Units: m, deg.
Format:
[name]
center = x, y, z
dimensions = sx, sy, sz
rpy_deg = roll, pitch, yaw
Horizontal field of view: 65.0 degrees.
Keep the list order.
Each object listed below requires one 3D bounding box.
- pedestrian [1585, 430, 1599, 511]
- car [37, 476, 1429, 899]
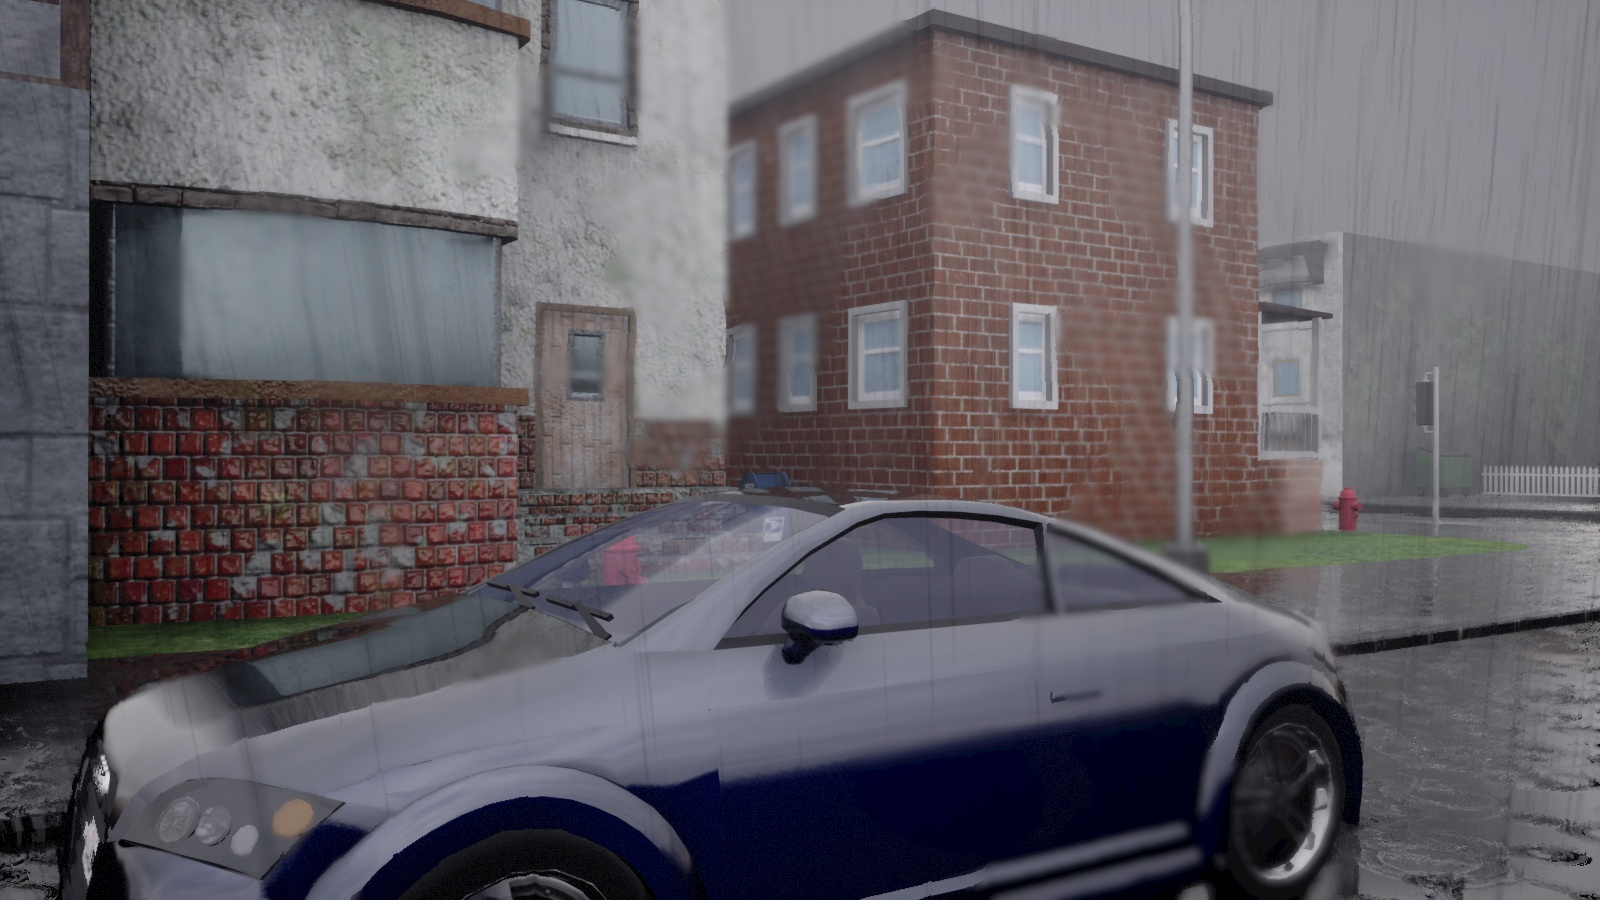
[pedestrian]
center = 19.565, 0.487, 30.259
dimensions = 0.659, 1.952, 0.873
rpy_deg = 0, 0, -21
[car]
center = -0.072, 0.819, 4.179
dimensions = 4.181, 1.385, 1.994
rpy_deg = 0, 0, -32
